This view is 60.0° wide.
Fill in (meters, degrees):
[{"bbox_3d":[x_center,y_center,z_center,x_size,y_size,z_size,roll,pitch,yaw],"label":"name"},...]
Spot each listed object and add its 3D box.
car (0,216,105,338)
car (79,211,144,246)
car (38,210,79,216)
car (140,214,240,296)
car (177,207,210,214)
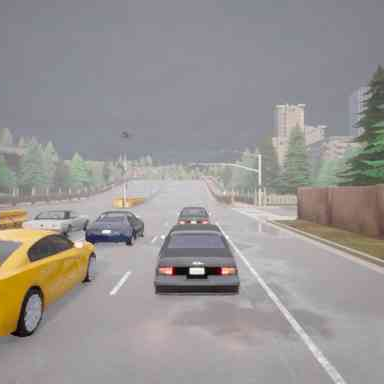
[{"bbox_3d":[-3.406,1.478,6.614,1.882,1.535,5.008,0,0,0],"label":"car"},{"bbox_3d":[-3.420,1.564,15.374,1.994,1.385,4.181,0,0,0],"label":"car"},{"bbox_3d":[-6.916,1.601,17.603,1.895,1.301,4.718,0,0,0],"label":"car"},{"bbox_3d":[0.092,1.547,8.827,2.033,1.411,5.357,0,0,0],"label":"car"},{"bbox_3d":[0.105,1.547,18.893,2.033,1.411,5.357,0,0,1],"label":"car"}]
